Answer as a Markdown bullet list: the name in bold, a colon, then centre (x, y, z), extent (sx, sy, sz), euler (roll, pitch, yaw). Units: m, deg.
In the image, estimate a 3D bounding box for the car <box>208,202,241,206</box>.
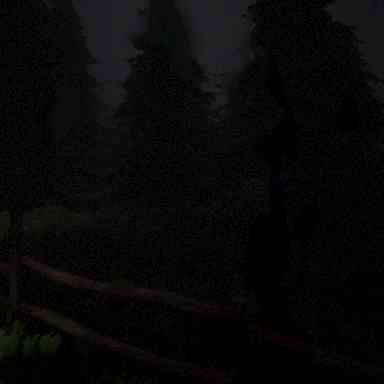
- **car**: centre (3.534, 1.586, 38.390), extent (4.181, 1.385, 1.994), euler (0, 0, -8)
